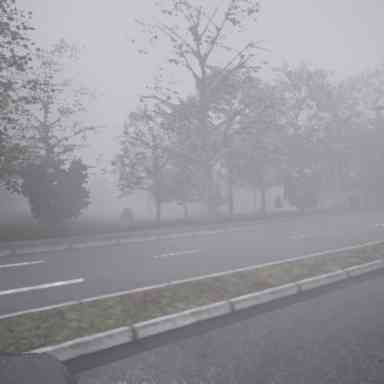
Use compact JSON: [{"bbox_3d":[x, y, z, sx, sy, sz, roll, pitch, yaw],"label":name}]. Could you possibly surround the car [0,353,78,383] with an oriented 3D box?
[{"bbox_3d":[-2.935,1.562,1.042,5.357,1.411,2.033,-1,0,-36],"label":"car"}]
